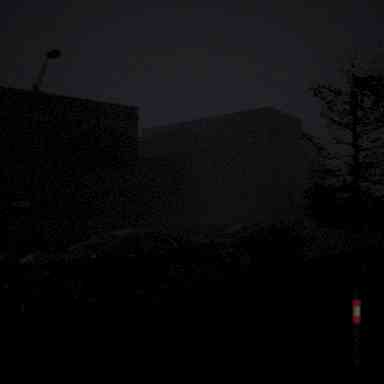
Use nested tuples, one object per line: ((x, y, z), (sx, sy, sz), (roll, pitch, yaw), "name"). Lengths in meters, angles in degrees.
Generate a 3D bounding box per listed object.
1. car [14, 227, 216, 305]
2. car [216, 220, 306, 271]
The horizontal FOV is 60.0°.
((-2.024, 1.737, 8.971), (4.892, 1.521, 2.231), (2, 2, -38), "car")
((2.334, 1.831, 12.473), (4.892, 1.521, 2.231), (2, 2, -39), "car")
